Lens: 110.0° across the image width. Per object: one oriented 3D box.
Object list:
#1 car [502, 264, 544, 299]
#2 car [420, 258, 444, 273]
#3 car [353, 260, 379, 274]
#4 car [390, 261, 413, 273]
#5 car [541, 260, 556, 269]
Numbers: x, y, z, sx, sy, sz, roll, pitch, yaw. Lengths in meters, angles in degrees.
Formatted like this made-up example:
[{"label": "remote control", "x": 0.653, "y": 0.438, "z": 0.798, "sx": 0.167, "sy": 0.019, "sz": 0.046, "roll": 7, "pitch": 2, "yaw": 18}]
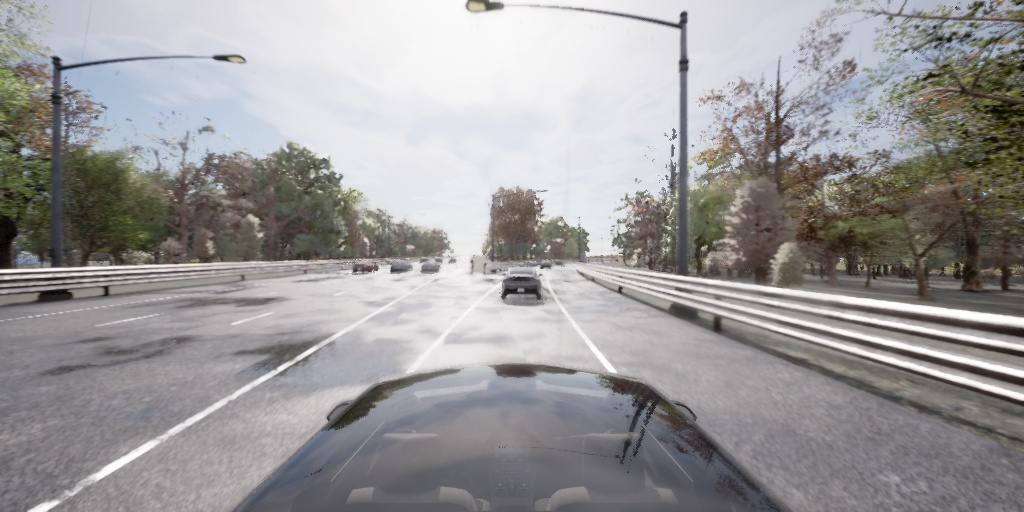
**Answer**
[{"label": "car", "x": 0.518, "y": 1.290, "z": 18.193, "sx": 1.837, "sy": 1.490, "sz": 4.892, "roll": 0, "pitch": 0, "yaw": 3}, {"label": "car", "x": -9.610, "y": 1.251, "z": 42.722, "sx": 1.994, "sy": 1.385, "sz": 4.181, "roll": 0, "pitch": 0, "yaw": -6}, {"label": "car", "x": -16.386, "y": 1.180, "z": 40.245, "sx": 1.812, "sy": 1.442, "sz": 4.674, "roll": 0, "pitch": 0, "yaw": -6}, {"label": "car", "x": -13.149, "y": 1.233, "z": 42.890, "sx": 1.994, "sy": 1.385, "sz": 4.181, "roll": 0, "pitch": 0, "yaw": -6}, {"label": "car", "x": 6.256, "y": 1.542, "z": 64.037, "sx": 1.837, "sy": 1.490, "sz": 4.892, "roll": 0, "pitch": 0, "yaw": 11}]
